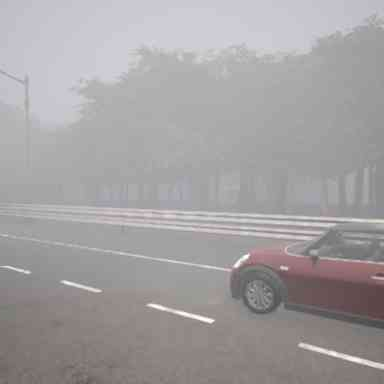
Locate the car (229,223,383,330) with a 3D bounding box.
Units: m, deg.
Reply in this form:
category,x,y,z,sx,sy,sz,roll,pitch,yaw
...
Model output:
category,x,y,z,sx,sy,sz,roll,pitch,yaw
car,2.949,1.353,6.067,4.553,1.767,2.097,0,0,36
